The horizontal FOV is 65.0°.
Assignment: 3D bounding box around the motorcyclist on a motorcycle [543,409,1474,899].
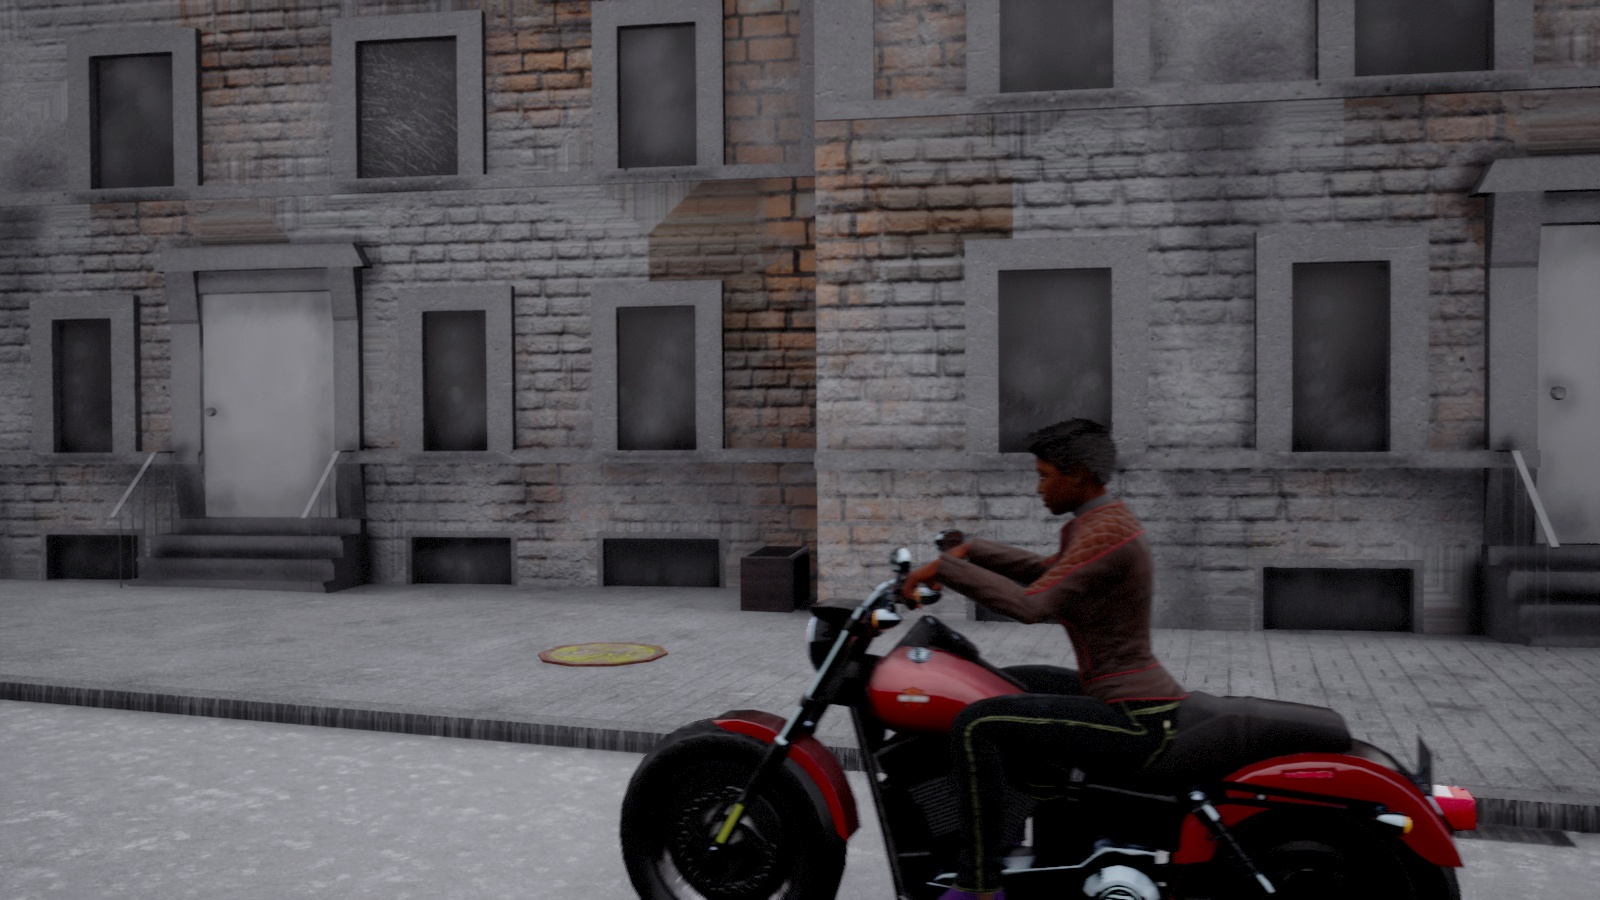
[{"bbox_3d":[0.512,0.726,3.547,2.350,1.649,0.766,0,1,19],"label":"motorcyclist on a motorcycle"}]
